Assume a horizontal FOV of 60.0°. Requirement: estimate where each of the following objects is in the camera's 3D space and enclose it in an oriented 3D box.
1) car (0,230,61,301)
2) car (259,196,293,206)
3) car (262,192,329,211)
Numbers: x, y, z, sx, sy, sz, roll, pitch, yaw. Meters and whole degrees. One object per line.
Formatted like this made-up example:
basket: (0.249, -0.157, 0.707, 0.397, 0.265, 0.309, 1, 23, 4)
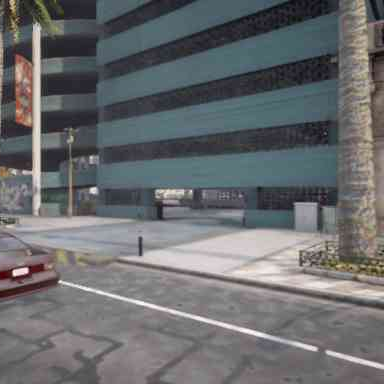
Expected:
car: (-5.303, 1.571, 7.775, 5.357, 1.411, 2.033, 0, 0, 35)
car: (13.249, 1.374, 52.545, 4.674, 1.452, 2.002, 0, 0, 36)
car: (8.375, 1.048, 24.078, 5.566, 2.045, 2.435, 0, 0, 36)
